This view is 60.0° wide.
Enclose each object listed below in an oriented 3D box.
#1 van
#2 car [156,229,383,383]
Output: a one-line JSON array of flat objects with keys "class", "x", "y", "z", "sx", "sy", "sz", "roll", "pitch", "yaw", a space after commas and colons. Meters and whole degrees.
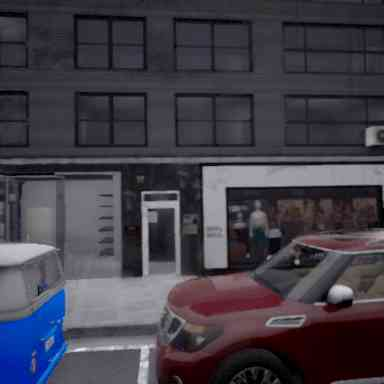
[{"class": "van", "x": -3.471, "y": 1.494, "z": 3.658, "sx": 3.998, "sy": 1.788, "sz": 1.690, "roll": 0, "pitch": -2, "yaw": -6}, {"class": "car", "x": 2.087, "y": 1.436, "z": 4.212, "sx": 5.009, "sy": 1.841, "sz": 2.192, "roll": 0, "pitch": -2, "yaw": -6}]
